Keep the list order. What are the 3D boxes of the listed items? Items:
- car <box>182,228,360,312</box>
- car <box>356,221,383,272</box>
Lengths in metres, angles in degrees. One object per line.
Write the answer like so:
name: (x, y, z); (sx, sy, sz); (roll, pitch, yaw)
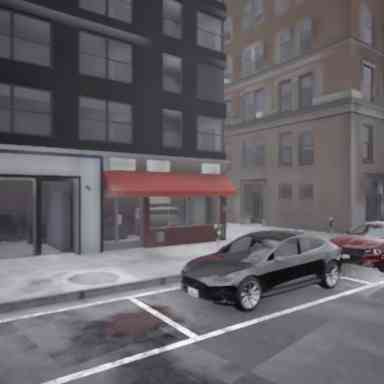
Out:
car: (1.798, 1.623, 7.818); (4.313, 1.339, 1.947); (1, -1, -35)
car: (6.345, 1.657, 11.058); (4.507, 1.381, 1.887); (1, -1, -35)
